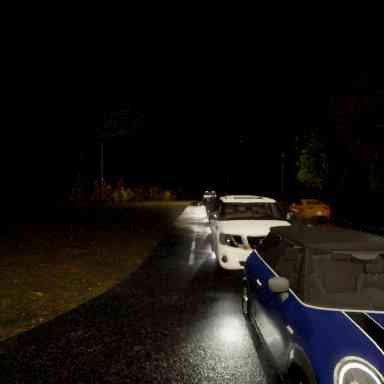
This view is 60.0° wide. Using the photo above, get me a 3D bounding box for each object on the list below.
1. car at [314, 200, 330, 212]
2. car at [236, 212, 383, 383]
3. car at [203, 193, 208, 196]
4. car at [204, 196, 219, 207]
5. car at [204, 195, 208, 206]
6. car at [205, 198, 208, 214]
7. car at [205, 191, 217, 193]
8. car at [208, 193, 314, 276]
[{"bbox_3d":[9.139,1.340,26.163,1.882,1.535,5.008,0,0,2],"label":"car"},{"bbox_3d":[1.941,1.338,4.126,2.097,1.767,4.553,0,0,0],"label":"car"},{"bbox_3d":[2.558,1.274,41.567,2.128,1.511,4.902,0,0,2],"label":"car"},{"bbox_3d":[2.760,1.314,47.975,1.994,1.385,4.181,0,0,3],"label":"car"},{"bbox_3d":[2.224,1.322,29.313,1.882,1.535,5.008,0,0,2],"label":"car"},{"bbox_3d":[2.062,1.380,23.060,1.837,1.490,4.892,0,0,2],"label":"car"},{"bbox_3d":[2.964,0.938,54.408,2.150,2.045,5.566,0,0,3],"label":"car"},{"bbox_3d":[1.745,1.160,10.473,2.150,2.045,5.566,0,0,1],"label":"car"}]
